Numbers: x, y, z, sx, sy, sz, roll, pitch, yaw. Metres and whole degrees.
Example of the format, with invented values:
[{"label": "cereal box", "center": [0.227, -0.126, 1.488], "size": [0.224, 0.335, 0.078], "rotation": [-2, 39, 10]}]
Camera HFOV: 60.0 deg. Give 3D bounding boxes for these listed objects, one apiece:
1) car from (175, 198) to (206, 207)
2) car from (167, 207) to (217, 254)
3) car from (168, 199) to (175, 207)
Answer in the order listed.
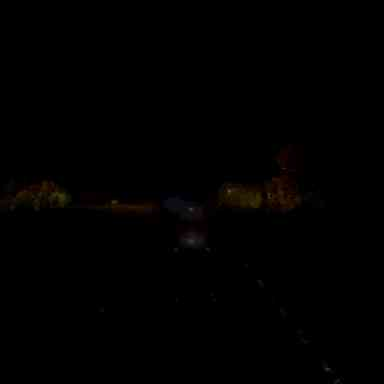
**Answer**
[{"label": "car", "center": [0.012, 1.516, 27.591], "size": [2.150, 2.045, 5.566], "rotation": [0, 0, 0]}, {"label": "car", "center": [0.027, 1.628, 14.256], "size": [1.882, 1.535, 5.008], "rotation": [0, 0, 0]}, {"label": "car", "center": [-3.527, 2.180, 64.586], "size": [1.882, 1.535, 5.008], "rotation": [0, -1, 0]}]
